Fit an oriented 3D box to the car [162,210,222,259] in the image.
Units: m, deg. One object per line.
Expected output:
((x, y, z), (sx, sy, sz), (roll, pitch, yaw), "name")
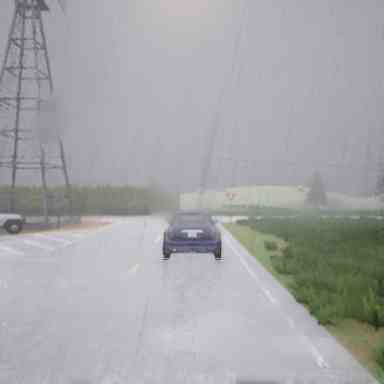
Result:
((0.021, 1.498, 13.413), (2.097, 1.767, 4.553), (0, -1, 0), "car")

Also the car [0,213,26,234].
((-11.901, 1.569, 19.462), (3.866, 1.878, 1.905), (0, -1, -31), "car")
